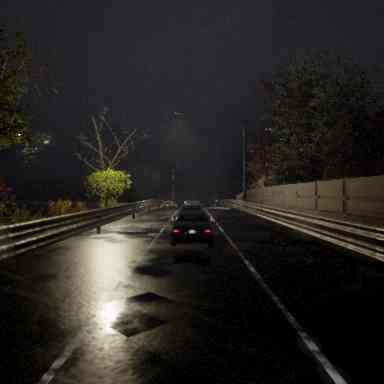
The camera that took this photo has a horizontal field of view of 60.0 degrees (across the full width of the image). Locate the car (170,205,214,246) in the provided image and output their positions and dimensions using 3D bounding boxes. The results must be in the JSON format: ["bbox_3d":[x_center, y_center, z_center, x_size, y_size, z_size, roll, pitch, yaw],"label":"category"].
[{"bbox_3d":[0.001,1.563,15.183,2.033,1.411,5.357,0,0,0],"label":"car"}]

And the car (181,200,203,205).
[{"bbox_3d":[0.001,1.498,30.218,2.128,1.511,4.902,0,0,0],"label":"car"}]
